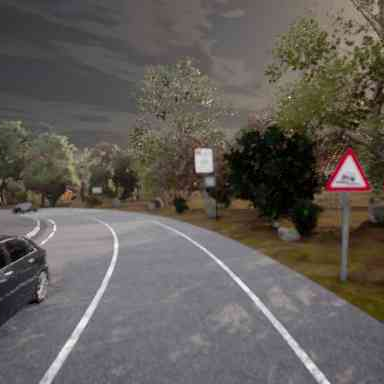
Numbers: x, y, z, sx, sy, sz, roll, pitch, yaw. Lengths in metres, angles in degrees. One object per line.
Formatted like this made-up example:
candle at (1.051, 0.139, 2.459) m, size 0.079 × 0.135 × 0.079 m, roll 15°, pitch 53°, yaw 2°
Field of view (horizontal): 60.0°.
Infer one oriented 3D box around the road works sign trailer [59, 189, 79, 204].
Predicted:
road works sign trailer at (-21.065, 1.234, 58.154) m, size 2.880 × 2.380 × 3.560 m, roll 42°, pitch -2°, yaw 1°

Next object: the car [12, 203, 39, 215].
car at (-21.945, 2.150, 43.665) m, size 5.357 × 1.411 × 2.033 m, roll -3°, pitch 2°, yaw 45°

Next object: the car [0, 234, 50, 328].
car at (-3.802, 1.518, 5.299) m, size 1.837 × 1.490 × 4.892 m, roll 0°, pitch 0°, yaw -6°
